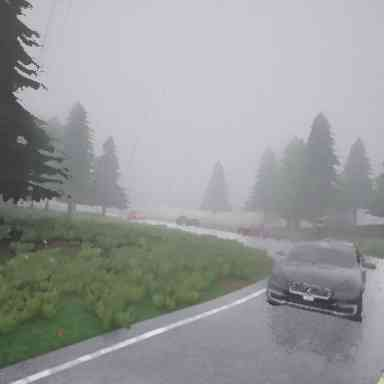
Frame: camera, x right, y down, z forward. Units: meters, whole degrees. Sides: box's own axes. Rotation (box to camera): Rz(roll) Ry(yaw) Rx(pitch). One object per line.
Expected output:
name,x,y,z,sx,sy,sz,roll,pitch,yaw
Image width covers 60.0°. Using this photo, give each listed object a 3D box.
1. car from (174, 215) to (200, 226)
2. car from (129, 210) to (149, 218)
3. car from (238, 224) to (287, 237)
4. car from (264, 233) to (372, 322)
car,-0.696,3.714,42.632,1.837,1.490,4.892,6,-3,-25
car,-8.111,3.513,50.377,2.097,1.767,4.553,6,-4,-25
car,5.929,3.437,28.835,1.895,1.301,4.718,6,-4,-25
car,3.345,1.934,8.338,1.837,1.490,4.892,3,-3,29
